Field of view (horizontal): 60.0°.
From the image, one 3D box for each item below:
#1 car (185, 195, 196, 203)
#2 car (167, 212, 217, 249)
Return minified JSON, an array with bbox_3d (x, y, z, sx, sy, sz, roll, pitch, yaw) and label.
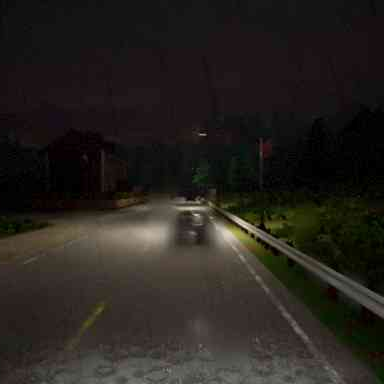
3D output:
[{"bbox_3d":[-0.310,1.425,68.395,1.837,1.490,4.892,0,0,0],"label":"car"},{"bbox_3d":[0.011,1.554,14.416,1.994,1.385,4.181,0,0,0],"label":"car"}]
